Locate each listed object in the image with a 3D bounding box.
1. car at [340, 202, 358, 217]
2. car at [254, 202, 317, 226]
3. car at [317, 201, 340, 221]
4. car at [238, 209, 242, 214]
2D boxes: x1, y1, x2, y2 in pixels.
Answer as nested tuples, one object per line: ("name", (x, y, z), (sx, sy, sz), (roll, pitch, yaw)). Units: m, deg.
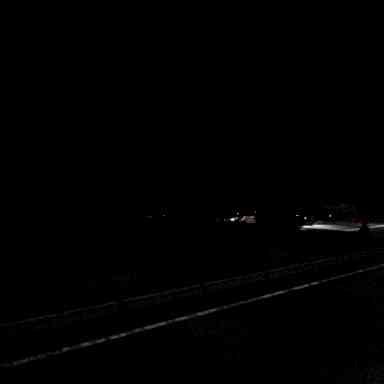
("car", (13.743, 1.633, 32.714), (1.812, 1.442, 4.674), (0, 0, -38))
("car", (6.622, 1.651, 24.601), (1.994, 1.385, 4.181), (0, -1, -39))
("car", (8.981, 1.586, 27.250), (2.128, 1.511, 4.902), (0, -1, -39))
("car", (2.734, 1.787, 34.667), (2.033, 1.411, 5.357), (0, -1, -42))
